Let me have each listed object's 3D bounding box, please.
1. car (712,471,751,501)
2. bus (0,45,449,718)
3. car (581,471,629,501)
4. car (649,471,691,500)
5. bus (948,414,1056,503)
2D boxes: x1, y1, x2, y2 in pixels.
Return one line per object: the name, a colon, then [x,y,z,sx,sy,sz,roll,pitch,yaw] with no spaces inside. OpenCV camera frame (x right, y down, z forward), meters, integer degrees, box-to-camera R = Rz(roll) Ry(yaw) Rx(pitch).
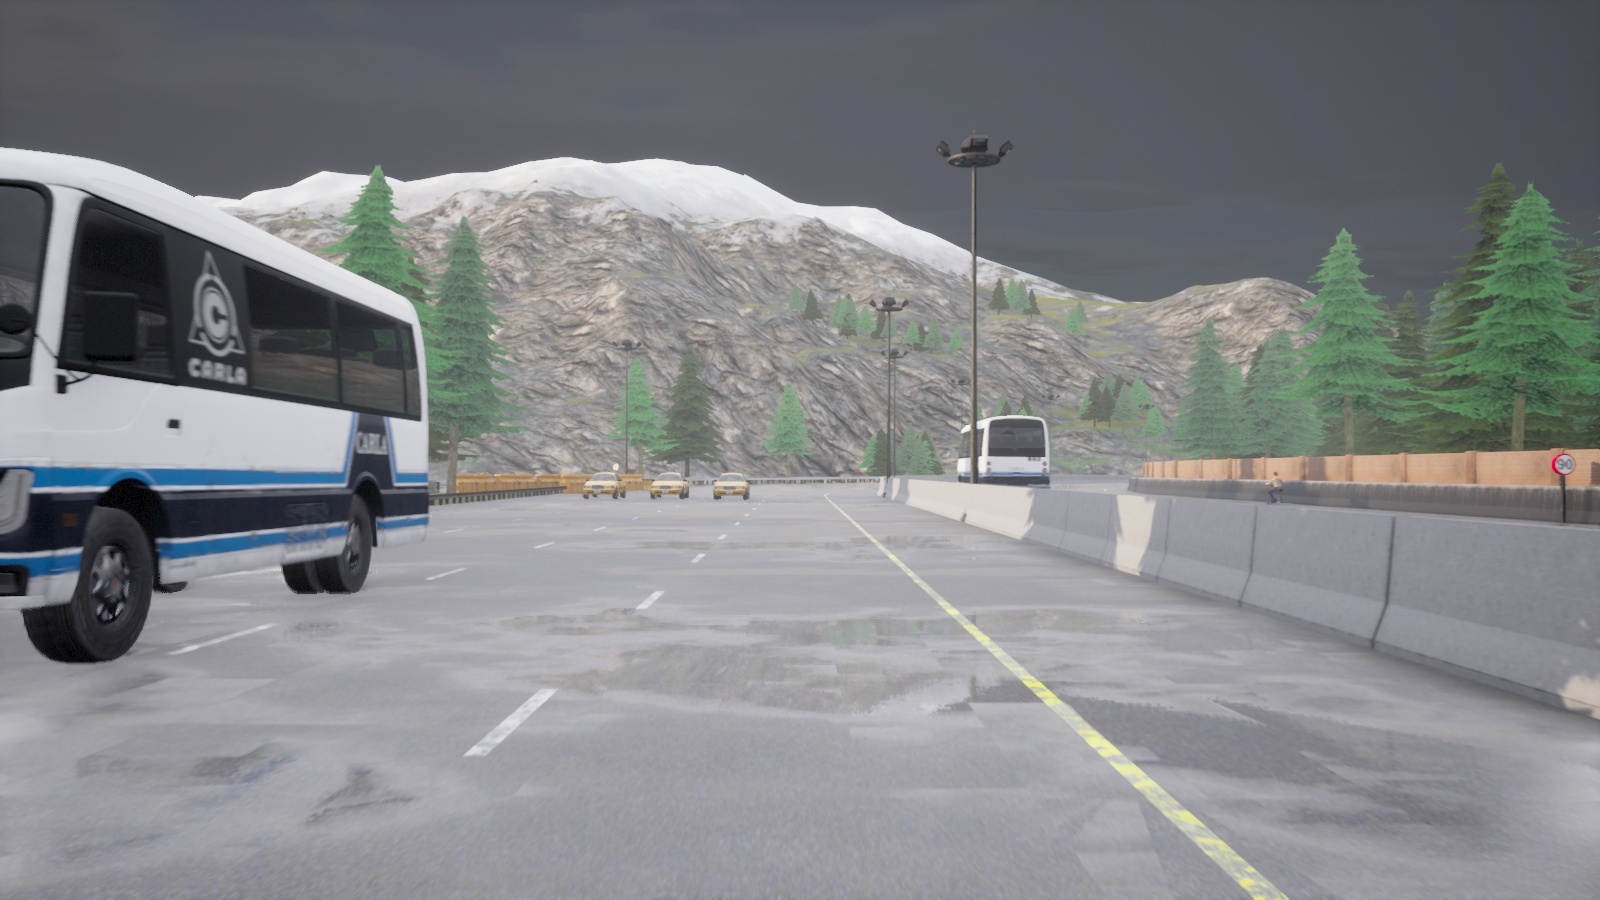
car: [-3.667,1.909,68.165,1.801,1.575,5.366,0,-1,0]
bus: [-7.037,-0.316,12.997,3.944,4.253,10.273,0,-1,0]
car: [-10.669,1.952,69.055,1.801,1.575,5.366,0,-1,0]
car: [-7.171,1.951,69.814,1.801,1.575,5.366,0,-1,0]
bus: [10.335,0.495,65.630,3.944,4.253,10.273,0,-1,0]
